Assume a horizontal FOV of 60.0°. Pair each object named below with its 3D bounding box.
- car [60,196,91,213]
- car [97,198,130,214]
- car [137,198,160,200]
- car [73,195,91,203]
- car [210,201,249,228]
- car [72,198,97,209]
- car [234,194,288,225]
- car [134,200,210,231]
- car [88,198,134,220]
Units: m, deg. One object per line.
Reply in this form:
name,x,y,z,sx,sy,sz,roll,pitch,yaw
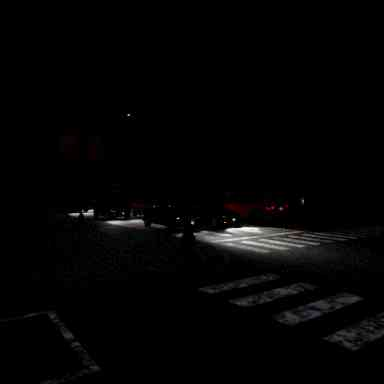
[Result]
car,-13.118,1.495,37.009,2.033,1.411,5.357,0,0,-36
car,-8.669,1.473,36.404,1.812,1.442,4.674,0,0,-36
car,-3.540,1.313,29.248,2.097,1.767,4.553,0,0,-36
car,-21.989,1.367,66.417,1.882,1.535,5.008,0,0,-36
car,1.446,1.538,22.303,1.994,1.385,4.181,0,0,-36
car,-14.430,1.534,44.475,1.895,1.301,4.718,0,0,-35
car,4.334,1.191,24.198,2.150,2.045,5.566,0,0,-36
car,-1.407,1.469,20.706,2.128,1.511,4.902,0,0,-36
car,-6.898,1.468,28.352,1.837,1.490,4.892,0,0,-36
